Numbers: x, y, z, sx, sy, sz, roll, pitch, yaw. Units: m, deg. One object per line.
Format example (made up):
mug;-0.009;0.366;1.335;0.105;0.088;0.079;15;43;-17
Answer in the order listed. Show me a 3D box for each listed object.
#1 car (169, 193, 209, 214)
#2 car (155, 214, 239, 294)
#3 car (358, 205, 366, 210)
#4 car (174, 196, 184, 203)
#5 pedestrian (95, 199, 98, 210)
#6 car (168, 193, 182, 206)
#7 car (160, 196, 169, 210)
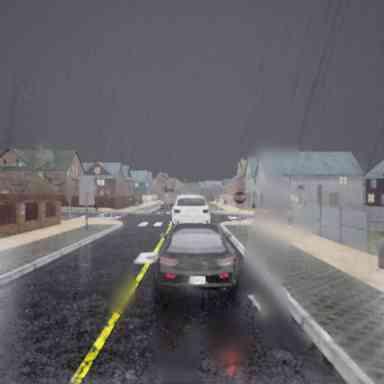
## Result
car;-0.201;1.236;20.818;2.150;2.045;5.566;0;0;-4
car;0.097;1.531;8.714;1.812;1.442;4.674;0;0;0
car;15.647;1.917;30.605;4.181;1.385;1.994;1;1;1
car;-2.819;1.591;73.190;1.994;1.385;4.181;0;0;0
pedestrian;-9.714;1.276;33.891;0.500;1.100;0.500;0;0;1
car;-2.885;1.268;57.001;2.150;2.045;5.566;0;0;0
car;-2.884;1.390;42.831;2.097;1.767;4.553;0;0;0
